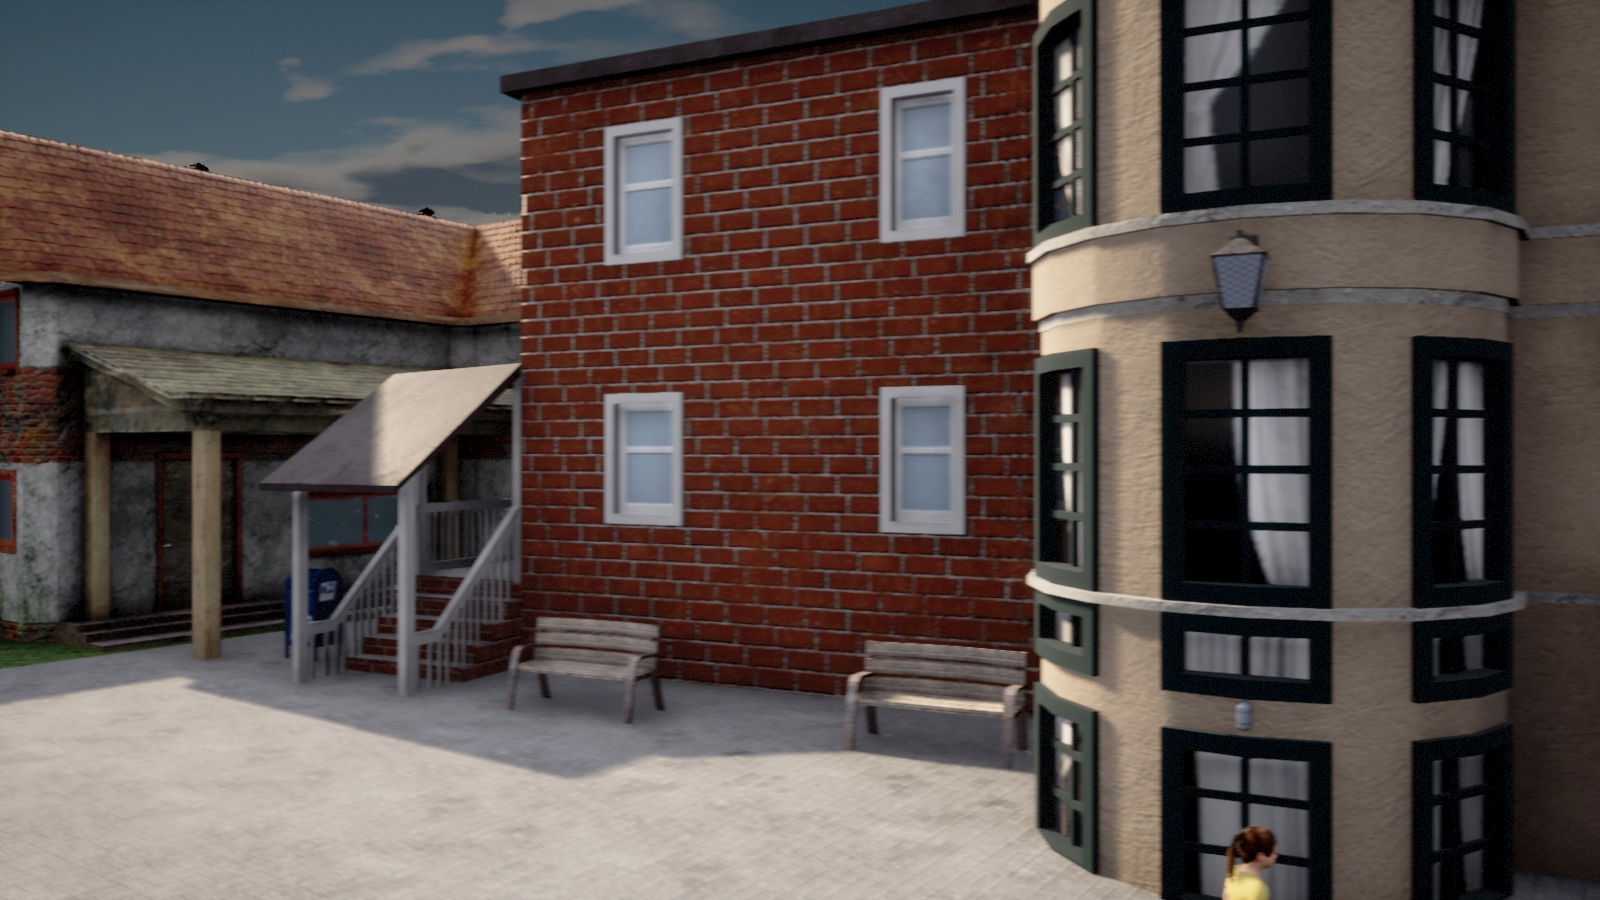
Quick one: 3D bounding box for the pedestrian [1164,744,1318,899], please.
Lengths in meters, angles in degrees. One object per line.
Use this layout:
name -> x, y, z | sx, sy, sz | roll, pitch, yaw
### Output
pedestrian -> 1.913, 1.903, 5.002 | 0.500, 1.100, 0.500 | 0, 0, 3
